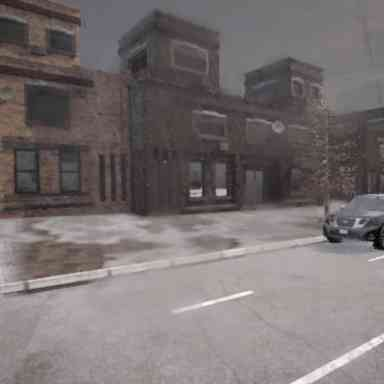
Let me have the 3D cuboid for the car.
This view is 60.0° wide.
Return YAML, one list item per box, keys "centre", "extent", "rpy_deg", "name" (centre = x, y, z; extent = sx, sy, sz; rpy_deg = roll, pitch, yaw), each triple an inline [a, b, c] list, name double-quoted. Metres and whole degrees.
- centre: [7.865, 1.099, 14.047]
  extent: [5.566, 2.045, 2.150]
  rpy_deg: [-1, 0, -37]
  name: "car"
